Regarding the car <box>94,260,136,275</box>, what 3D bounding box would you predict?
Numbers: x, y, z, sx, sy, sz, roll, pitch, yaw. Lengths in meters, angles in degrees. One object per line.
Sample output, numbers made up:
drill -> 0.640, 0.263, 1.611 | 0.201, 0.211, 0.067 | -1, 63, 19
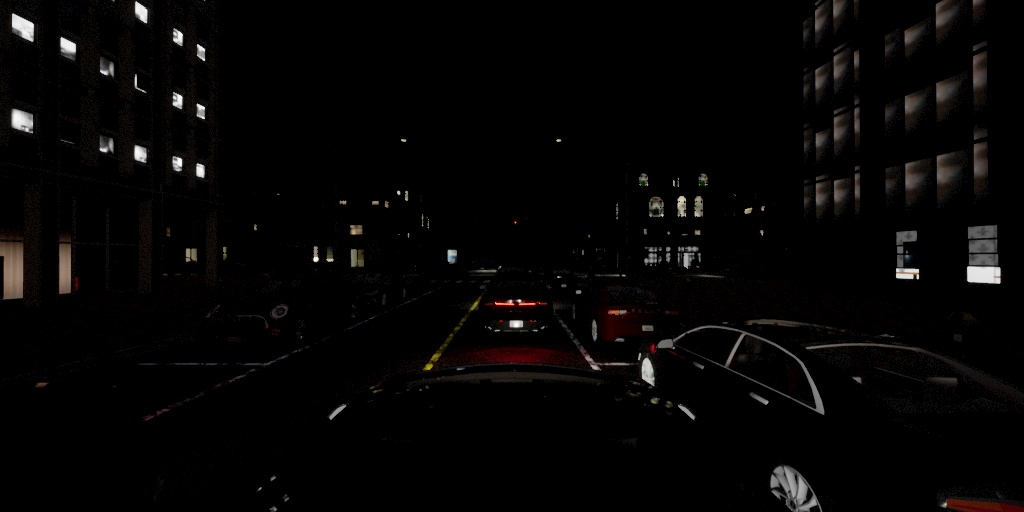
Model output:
car -> -36.513, 1.130, 33.252 | 4.403, 1.370, 2.007 | 0, 0, 1

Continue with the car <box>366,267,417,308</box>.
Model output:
car -> -5.700, 1.302, 15.028 | 2.007, 1.370, 4.403 | 0, 0, 0

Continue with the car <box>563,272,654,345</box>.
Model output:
car -> 2.685, 1.296, 9.326 | 1.888, 1.381, 4.507 | 0, 0, 0

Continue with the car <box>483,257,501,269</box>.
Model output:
car -> -3.124, 1.234, 53.781 | 1.882, 1.535, 5.008 | 0, 0, 1

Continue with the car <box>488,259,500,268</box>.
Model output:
car -> -3.114, 1.263, 63.191 | 1.837, 1.490, 4.892 | 0, 0, 0

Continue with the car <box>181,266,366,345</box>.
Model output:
car -> -5.696, 1.190, 9.336 | 1.967, 1.591, 4.097 | 0, 0, 0

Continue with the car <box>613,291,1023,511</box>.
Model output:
car -> 2.689, 1.301, 3.634 | 2.007, 1.370, 4.403 | 0, 0, 0

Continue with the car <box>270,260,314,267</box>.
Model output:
car -> -21.862, 1.161, 35.634 | 4.892, 1.490, 1.837 | 0, 0, 1

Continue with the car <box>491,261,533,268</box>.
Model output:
car -> 0.081, 1.230, 20.531 | 1.882, 1.535, 5.008 | 0, 0, 2

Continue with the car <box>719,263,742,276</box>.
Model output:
car -> 24.597, 1.413, 38.157 | 4.674, 1.442, 1.812 | 0, 0, 1

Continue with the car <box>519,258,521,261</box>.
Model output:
car -> 2.641, 1.340, 64.142 | 1.802, 1.307, 4.207 | 0, 0, 0

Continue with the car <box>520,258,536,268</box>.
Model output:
car -> 2.650, 1.322, 53.100 | 1.948, 1.339, 4.313 | 0, 0, 0

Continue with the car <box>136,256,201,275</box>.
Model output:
car -> -30.976, 0.917, 33.171 | 5.009, 1.841, 2.192 | 0, 0, 1

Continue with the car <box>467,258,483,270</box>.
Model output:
car -> -5.730, 1.338, 53.106 | 1.802, 1.307, 4.207 | 0, 0, 0

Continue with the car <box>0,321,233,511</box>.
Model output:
car -> -3.099, 1.241, 0.139 | 2.128, 1.511, 4.902 | 0, 0, 0

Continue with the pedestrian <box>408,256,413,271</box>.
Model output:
pedestrian -> -12.585, 0.885, 44.235 | 0.375, 1.860, 0.375 | 0, -1, 1

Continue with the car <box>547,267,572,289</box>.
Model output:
car -> 2.676, 1.302, 20.710 | 2.007, 1.370, 4.403 | 0, 0, 0

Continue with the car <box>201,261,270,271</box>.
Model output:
car -> -25.440, 1.177, 33.091 | 4.403, 1.370, 2.007 | 0, 0, 1

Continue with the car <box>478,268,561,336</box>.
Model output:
car -> 0.094, 1.256, 10.342 | 1.837, 1.490, 4.892 | 0, 0, 0

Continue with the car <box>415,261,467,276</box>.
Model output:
car -> -7.510, 1.238, 36.762 | 4.902, 1.511, 2.128 | 0, 0, -16

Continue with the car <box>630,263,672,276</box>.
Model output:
car -> 14.782, 1.403, 38.296 | 4.181, 1.385, 1.994 | 0, 0, 1

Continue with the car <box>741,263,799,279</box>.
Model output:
car -> 23.618, 1.433, 32.339 | 4.207, 1.307, 1.802 | 0, 0, 1
